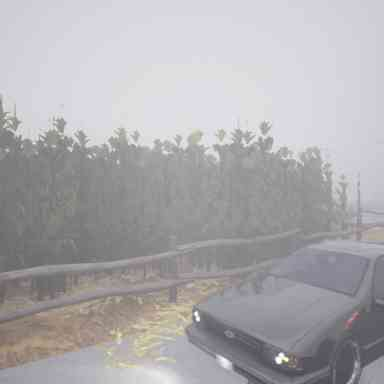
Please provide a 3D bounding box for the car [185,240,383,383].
[{"bbox_3d":[2.528,1.548,5.326,5.357,1.411,2.033,0,0,-36],"label":"car"}]
